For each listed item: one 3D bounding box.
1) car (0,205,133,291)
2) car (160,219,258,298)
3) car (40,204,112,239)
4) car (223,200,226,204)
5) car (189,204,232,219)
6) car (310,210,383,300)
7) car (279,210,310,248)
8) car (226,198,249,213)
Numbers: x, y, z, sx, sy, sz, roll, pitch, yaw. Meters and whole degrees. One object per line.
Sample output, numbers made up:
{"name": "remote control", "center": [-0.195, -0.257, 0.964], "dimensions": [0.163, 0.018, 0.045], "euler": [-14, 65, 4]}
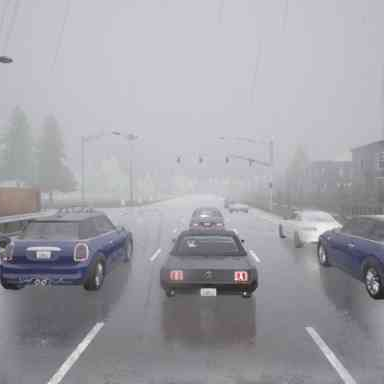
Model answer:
{"name": "car", "center": [-3.063, 1.352, 9.185], "dimensions": [2.097, 1.767, 4.553], "euler": [0, 0, 2]}
{"name": "car", "center": [0.411, 1.601, 8.484], "dimensions": [1.895, 1.301, 4.718], "euler": [0, 0, 2]}
{"name": "car", "center": [-6.172, 1.491, 18.474], "dimensions": [2.128, 1.511, 4.902], "euler": [0, 0, 2]}
{"name": "car", "center": [5.420, 1.547, 46.420], "dimensions": [2.033, 1.411, 5.357], "euler": [0, 0, 2]}
{"name": "car", "center": [0.816, 1.547, 18.067], "dimensions": [2.033, 1.411, 5.357], "euler": [0, 0, 2]}
{"name": "car", "center": [4.866, 1.351, 8.522], "dimensions": [2.097, 1.767, 4.553], "euler": [0, 0, 2]}
{"name": "car", "center": [5.122, 1.526, 14.546], "dimensions": [1.812, 1.442, 4.674], "euler": [0, 0, 2]}
{"name": "car", "center": [5.047, 1.601, 36.529], "dimensions": [1.895, 1.301, 4.718], "euler": [0, 0, 3]}
